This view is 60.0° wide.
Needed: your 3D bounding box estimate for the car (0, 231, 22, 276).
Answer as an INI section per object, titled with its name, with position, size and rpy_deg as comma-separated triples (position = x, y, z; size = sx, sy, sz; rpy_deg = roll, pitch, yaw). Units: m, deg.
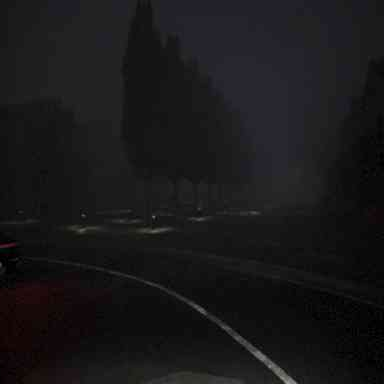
[car]
position = -6.766, 1.569, 9.162
size = 4.902, 1.511, 2.128
rpy_deg = 0, 0, 30
